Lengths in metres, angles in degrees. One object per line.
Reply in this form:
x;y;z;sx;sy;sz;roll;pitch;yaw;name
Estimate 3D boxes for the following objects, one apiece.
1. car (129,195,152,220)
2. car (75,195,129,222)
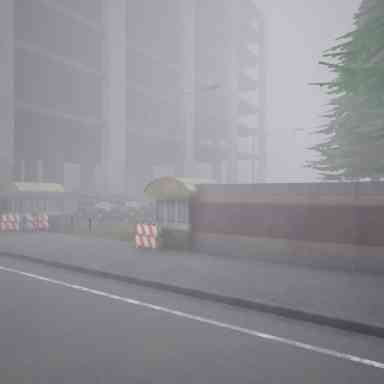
-5.170;1.168;26.882;3.866;1.878;1.905;0;0;35;car
-6.853;1.169;24.470;3.866;1.878;1.905;0;0;35;car
